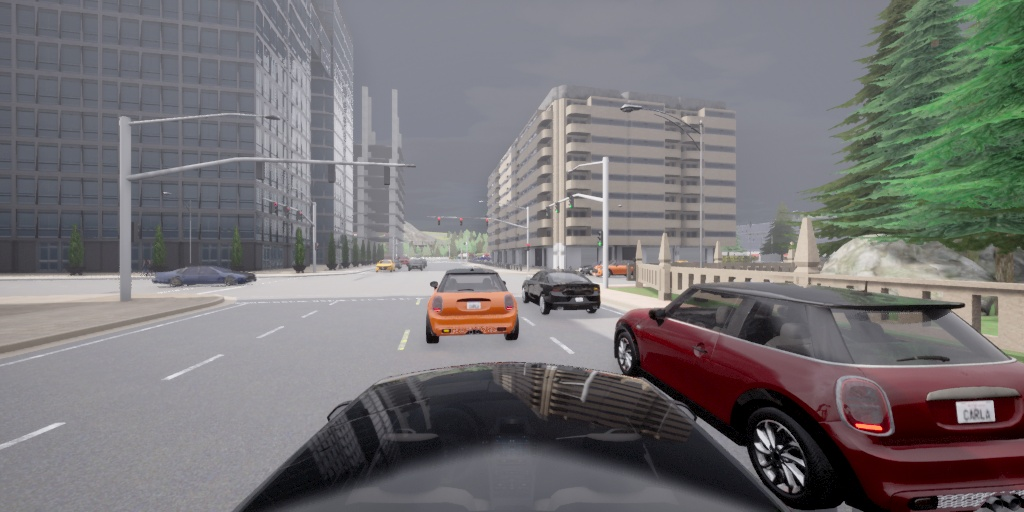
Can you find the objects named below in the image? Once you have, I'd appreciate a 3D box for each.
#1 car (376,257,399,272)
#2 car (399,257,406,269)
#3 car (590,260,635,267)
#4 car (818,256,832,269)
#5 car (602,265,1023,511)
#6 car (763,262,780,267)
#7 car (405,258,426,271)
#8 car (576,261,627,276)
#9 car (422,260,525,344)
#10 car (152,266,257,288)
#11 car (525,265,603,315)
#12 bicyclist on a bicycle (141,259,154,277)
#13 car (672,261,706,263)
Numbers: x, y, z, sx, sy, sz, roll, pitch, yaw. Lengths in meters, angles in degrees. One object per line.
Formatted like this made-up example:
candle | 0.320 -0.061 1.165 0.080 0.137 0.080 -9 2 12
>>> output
car | -15.890 1.227 45.227 1.882 1.535 5.008 0 0 -12
car | -17.853 1.241 54.441 2.128 1.511 4.902 0 0 -12
car | 10.030 1.157 34.642 4.553 1.767 2.097 0 0 -12
car | 33.934 1.023 39.888 5.566 2.045 2.150 -1 0 -12
car | 3.015 1.102 4.608 2.097 1.767 4.553 0 0 -6
car | 31.136 1.406 42.860 4.718 1.301 1.895 0 0 -12
car | -13.083 1.255 48.868 1.837 1.490 4.892 0 0 -12
car | 9.480 1.297 38.108 4.902 1.511 2.128 0 0 -12
car | -1.181 1.102 9.912 2.097 1.767 4.553 0 0 -10
car | -20.674 1.353 24.330 5.357 1.411 2.033 0 0 -16
car | 1.686 1.228 13.773 1.882 1.535 5.008 0 0 -10
bicyclist on a bicycle | -33.998 1.106 33.445 0.582 1.620 1.656 0 0 -12
car | 18.802 1.331 36.563 4.674 1.442 1.812 0 0 -12
